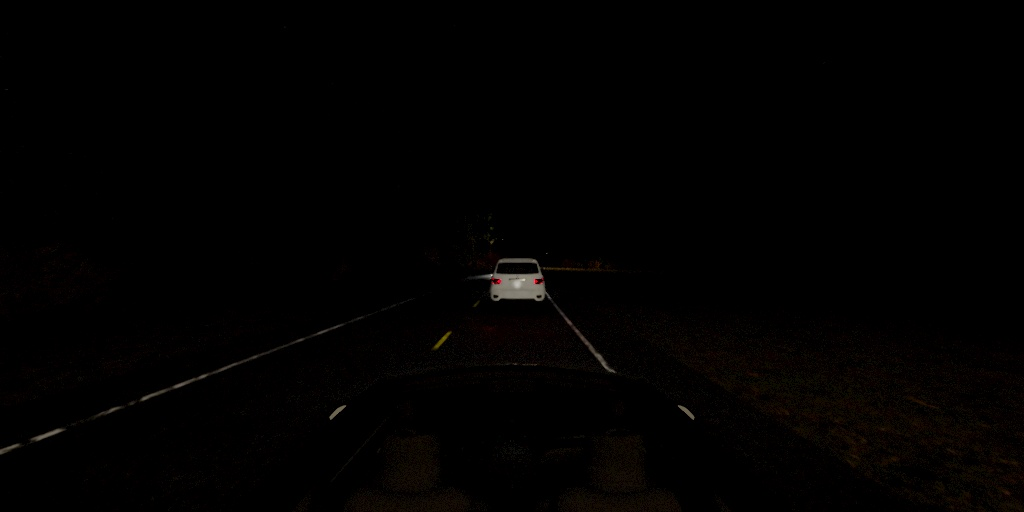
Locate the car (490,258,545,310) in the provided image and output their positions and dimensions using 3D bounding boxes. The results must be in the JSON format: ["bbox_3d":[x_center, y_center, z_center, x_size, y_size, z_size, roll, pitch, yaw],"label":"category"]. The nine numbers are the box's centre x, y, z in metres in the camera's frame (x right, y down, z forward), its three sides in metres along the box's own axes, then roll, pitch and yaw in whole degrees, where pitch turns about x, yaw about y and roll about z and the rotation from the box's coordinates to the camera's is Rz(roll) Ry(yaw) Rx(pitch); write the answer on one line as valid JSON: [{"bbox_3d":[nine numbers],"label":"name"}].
[{"bbox_3d":[0.248,1.134,15.832,2.150,2.045,5.566,0,-1,1],"label":"car"}]

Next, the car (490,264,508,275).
[{"bbox_3d":[-1.808,1.891,52.473,2.128,1.511,4.902,0,-1,4],"label":"car"}]
